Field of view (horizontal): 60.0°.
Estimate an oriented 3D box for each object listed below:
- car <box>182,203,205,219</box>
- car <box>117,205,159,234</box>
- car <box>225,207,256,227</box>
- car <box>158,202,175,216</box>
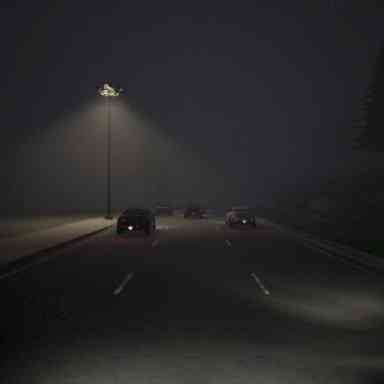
[{"bbox_3d":[0.146,1.932,34.141,1.812,1.442,4.674,0,-1,1],"label":"car"},{"bbox_3d":[-3.399,1.753,20.811,1.837,1.490,4.892,0,-1,0],"label":"car"},{"bbox_3d":[3.602,1.826,25.187,1.812,1.442,4.674,0,-1,0],"label":"car"},{"bbox_3d":[-3.157,1.962,39.456,2.128,1.511,4.902,0,-1,2],"label":"car"}]
